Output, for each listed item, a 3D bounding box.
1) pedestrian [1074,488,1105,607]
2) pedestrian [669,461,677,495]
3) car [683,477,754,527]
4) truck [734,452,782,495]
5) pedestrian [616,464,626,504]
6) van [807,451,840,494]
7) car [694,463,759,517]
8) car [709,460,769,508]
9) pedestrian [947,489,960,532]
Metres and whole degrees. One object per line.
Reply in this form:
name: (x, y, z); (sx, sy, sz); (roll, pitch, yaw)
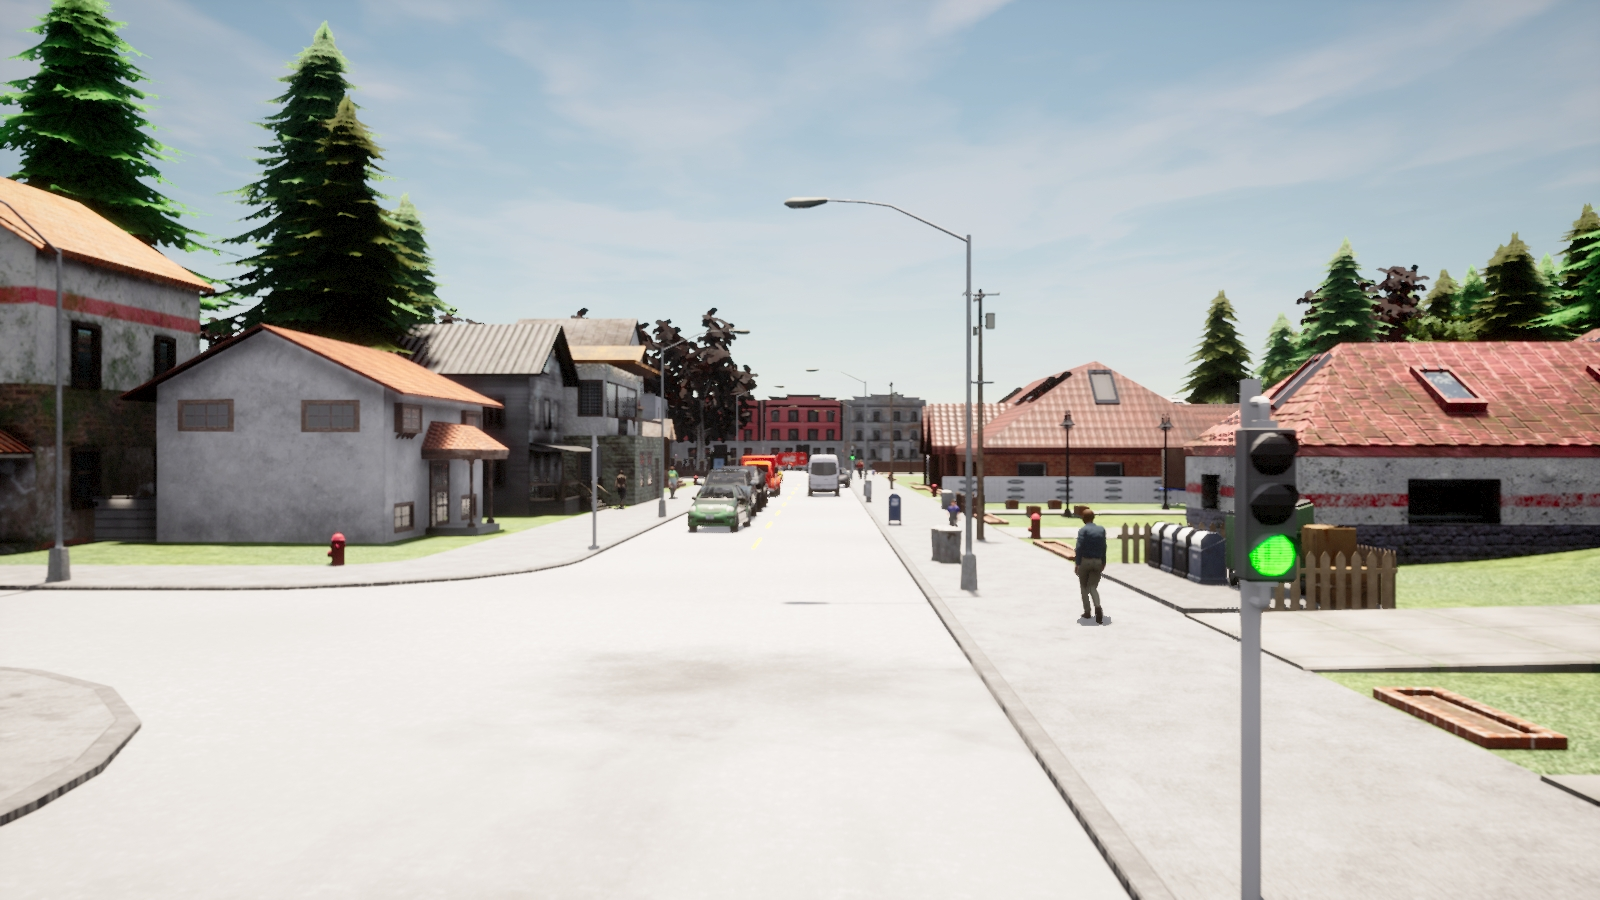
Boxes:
pedestrian: (4.583, 1.539, 18.113); (0.375, 1.860, 0.375); (0, 0, -4)
pedestrian: (-7.132, 1.572, 63.944); (0.375, 1.860, 0.375); (0, 0, 5)
car: (-2.842, 1.810, 40.784); (1.851, 1.617, 3.988); (0, 0, 6)
truck: (-2.532, 1.387, 70.538); (2.627, 2.467, 5.204); (0, 1, 1)
pedestrian: (-8.251, 1.565, 52.736); (0.375, 1.860, 0.375); (0, 0, 2)
van: (1.505, 1.369, 72.212); (1.988, 2.561, 5.915); (0, 0, 1)
car: (-2.982, 1.595, 47.390); (2.150, 2.045, 5.566); (0, 0, 2)
car: (-2.859, 1.575, 54.800); (2.390, 2.098, 6.274); (0, 0, 1)
pedestrian: (4.664, 1.830, 34.711); (0.375, 1.300, 0.375); (0, 0, 13)
